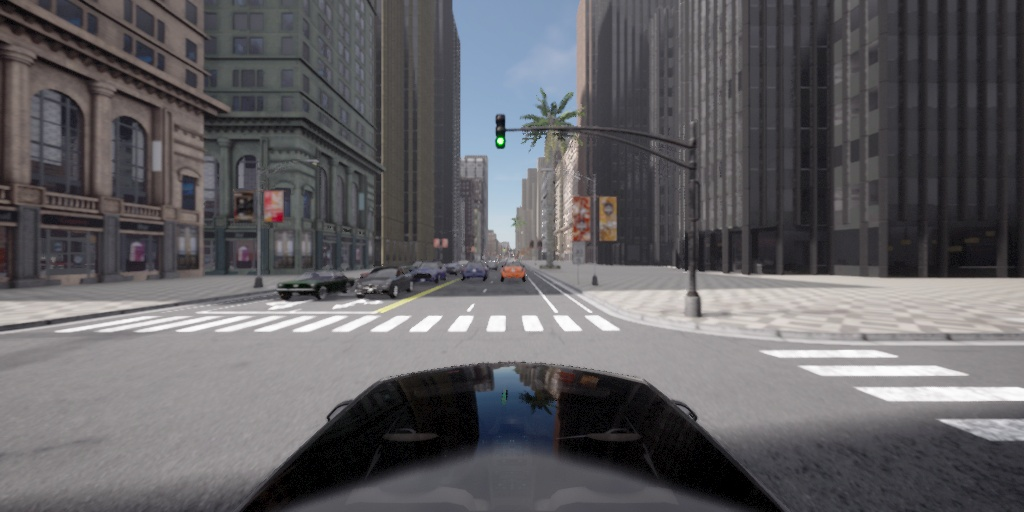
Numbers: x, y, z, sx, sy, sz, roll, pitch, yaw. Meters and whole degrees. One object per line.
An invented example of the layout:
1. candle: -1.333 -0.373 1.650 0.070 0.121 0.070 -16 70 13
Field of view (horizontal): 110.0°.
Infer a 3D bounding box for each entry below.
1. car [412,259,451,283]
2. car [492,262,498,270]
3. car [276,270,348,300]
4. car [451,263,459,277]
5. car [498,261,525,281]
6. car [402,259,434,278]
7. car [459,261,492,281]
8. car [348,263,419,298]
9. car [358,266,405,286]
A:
1. car: -6.585 1.217 28.819 2.097 1.767 4.553 0 0 0
2. car: -3.196 1.546 56.502 1.994 1.385 4.181 0 0 0
3. car: -9.852 1.421 18.385 1.895 1.301 4.718 0 0 -3
4. car: -6.510 1.456 39.259 2.033 1.411 5.357 0 0 0
5. car: 0.094 1.230 32.064 2.097 1.767 4.553 0 0 0
6. car: -9.789 1.254 37.748 2.097 1.767 4.553 0 0 1
7. car: -3.157 1.230 32.003 2.097 1.767 4.553 0 0 0
8. car: -6.606 1.328 19.073 1.837 1.490 4.892 0 0 -1
9. car: -9.841 1.460 27.554 1.895 1.301 4.718 0 0 0
